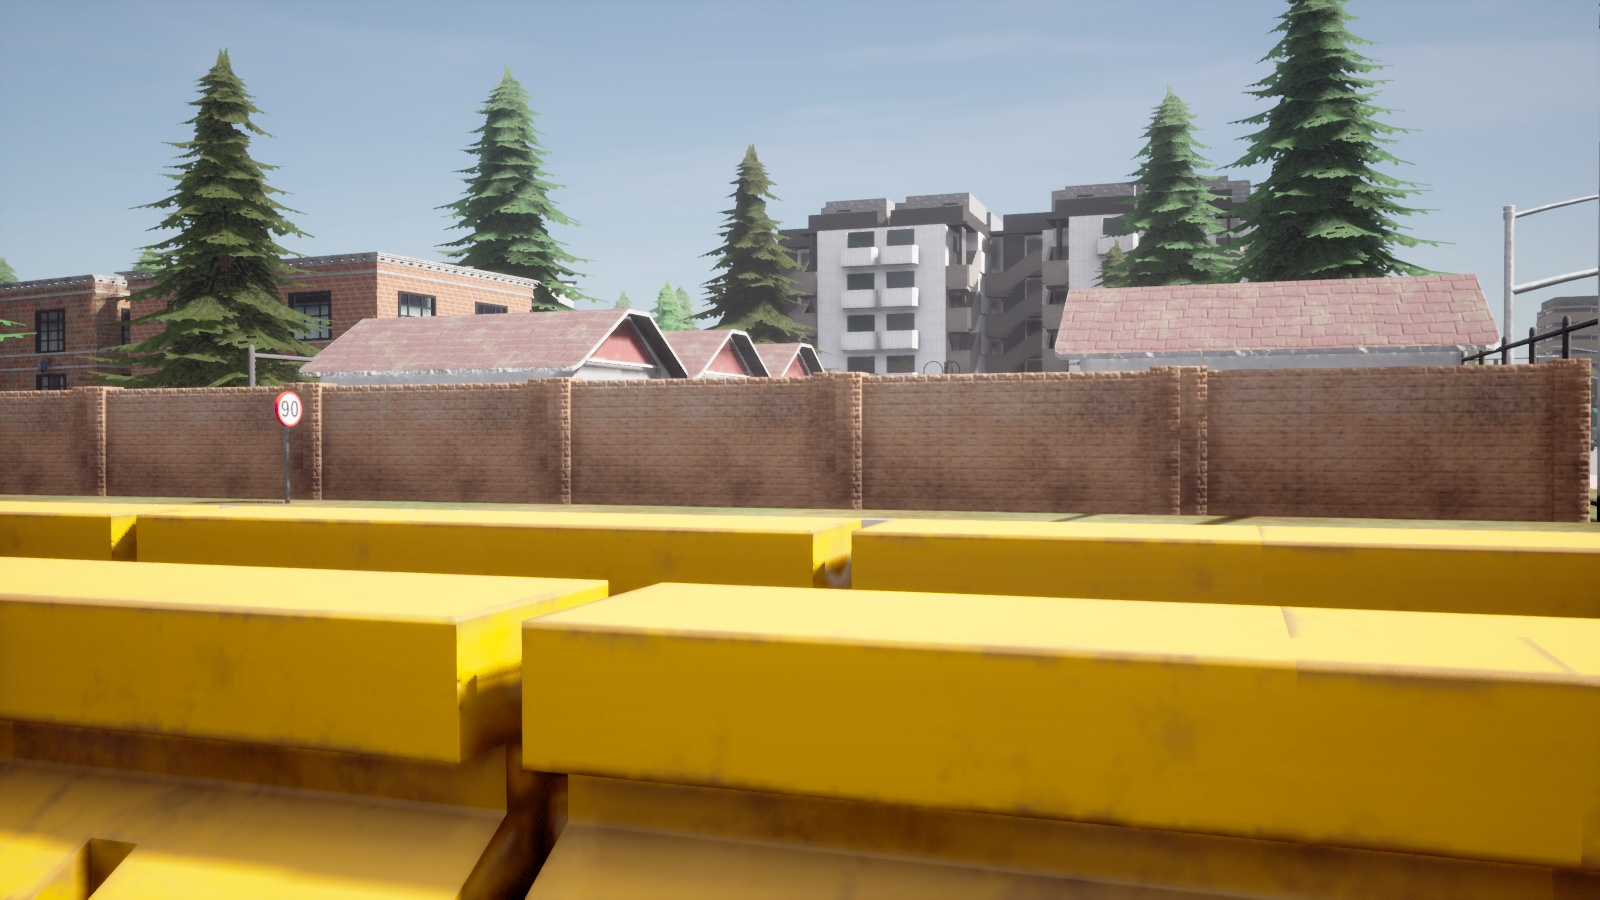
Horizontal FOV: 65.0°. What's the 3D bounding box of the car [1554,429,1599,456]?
[{"bbox_3d":[50.152,-0.497,80.589,2.152,1.651,5.027,1,1,20],"label":"car"}]
